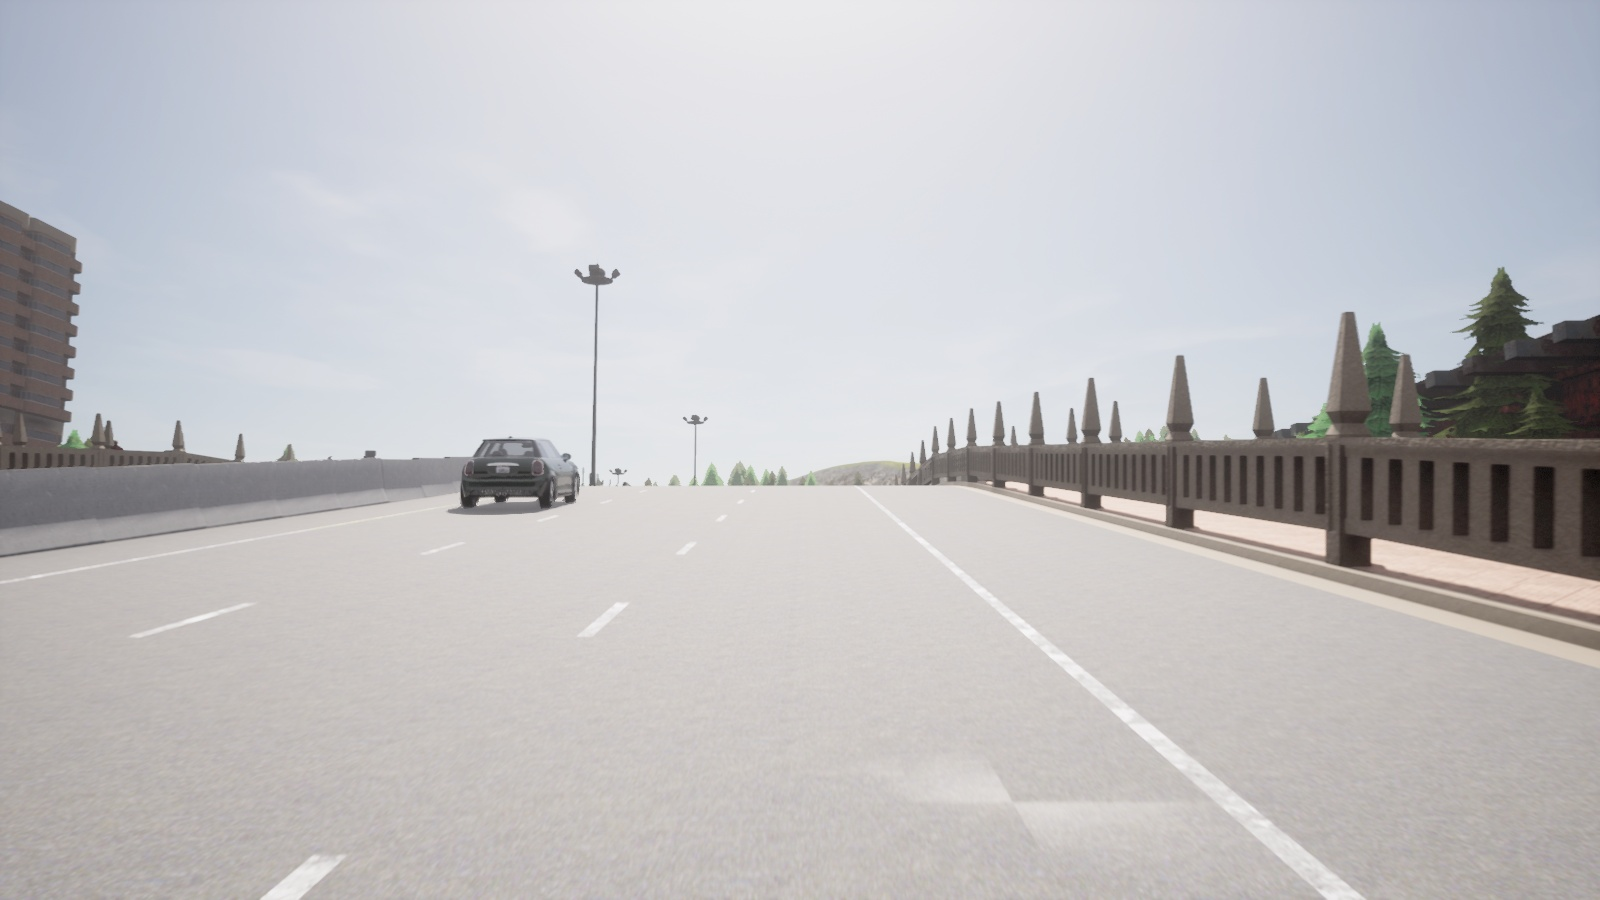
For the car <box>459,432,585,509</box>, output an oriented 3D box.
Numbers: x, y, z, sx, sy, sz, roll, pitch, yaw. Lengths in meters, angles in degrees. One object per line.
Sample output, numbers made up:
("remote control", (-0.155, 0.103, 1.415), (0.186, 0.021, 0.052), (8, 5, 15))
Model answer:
("car", (-6.804, 0.468, 31.225), (2.097, 1.767, 4.553), (0, 0, 0))
